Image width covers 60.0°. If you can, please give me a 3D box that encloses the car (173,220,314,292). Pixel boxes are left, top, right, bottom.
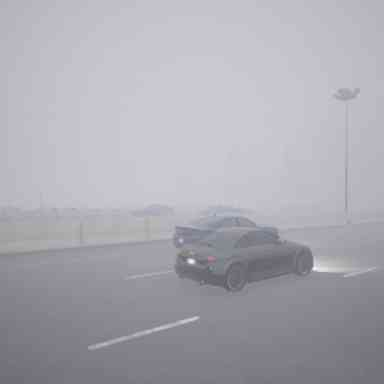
[{"bbox_3d":[1.575,1.690,9.372,4.181,1.385,1.994,1,-1,-38],"label":"car"}]

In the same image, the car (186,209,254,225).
[{"bbox_3d":[1.568,1.669,13.783,5.008,1.535,1.882,1,-1,-38],"label":"car"}]

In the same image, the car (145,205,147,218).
[{"bbox_3d":[-4.188,2.015,36.095,5.008,1.535,1.882,1,-1,-37],"label":"car"}]

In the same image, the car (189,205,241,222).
[{"bbox_3d":[2.279,2.012,32.234,4.902,1.511,2.128,1,-1,-37],"label":"car"}]
